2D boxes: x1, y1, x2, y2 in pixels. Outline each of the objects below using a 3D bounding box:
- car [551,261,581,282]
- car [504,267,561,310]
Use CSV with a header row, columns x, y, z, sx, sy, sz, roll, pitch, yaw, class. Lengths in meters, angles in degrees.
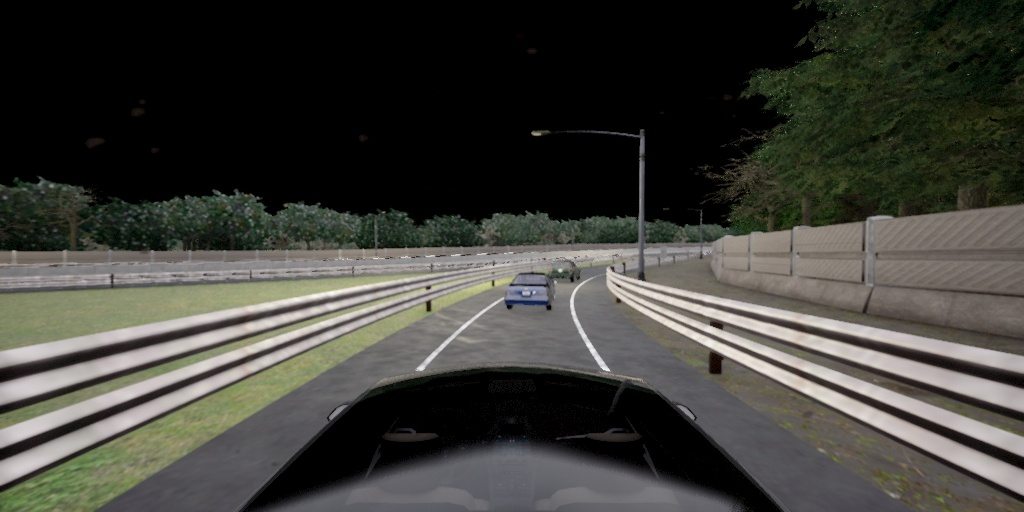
x,y,z,sx,sy,sz,roll,pitch,yaw,class
4.442,1.152,29.770,2.097,1.767,4.553,1,1,19,car
0.896,1.400,15.449,2.033,1.411,5.357,0,0,9,car
